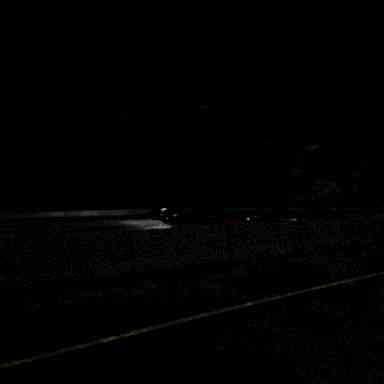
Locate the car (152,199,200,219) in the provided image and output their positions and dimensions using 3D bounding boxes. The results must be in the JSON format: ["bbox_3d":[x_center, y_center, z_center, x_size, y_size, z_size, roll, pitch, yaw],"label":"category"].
[{"bbox_3d":[-1.022,1.443,27.981,4.553,1.767,2.097,0,0,-30],"label":"car"}]

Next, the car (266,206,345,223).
[{"bbox_3d":[7.380,1.608,20.693,4.902,1.511,2.128,0,0,-28],"label":"car"}]

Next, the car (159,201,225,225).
[{"bbox_3d":[0.272,1.613,24.689,4.674,1.442,1.812,0,0,-30],"label":"car"}]

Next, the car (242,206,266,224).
[{"bbox_3d":[5.607,1.680,23.711,4.181,1.385,1.994,0,0,-28],"label":"car"}]
